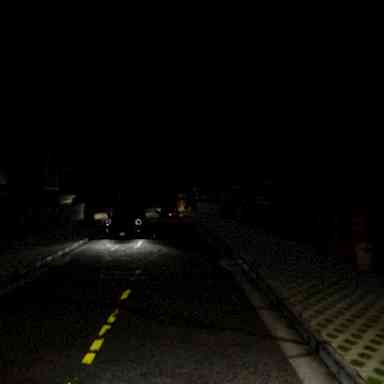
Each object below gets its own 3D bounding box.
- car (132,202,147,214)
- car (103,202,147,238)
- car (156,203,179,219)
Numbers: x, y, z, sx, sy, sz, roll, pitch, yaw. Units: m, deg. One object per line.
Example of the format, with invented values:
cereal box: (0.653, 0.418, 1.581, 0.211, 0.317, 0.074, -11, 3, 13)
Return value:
car: (-7.495, 2.173, 47.100, 1.837, 1.490, 4.892, 0, -1, -11)
car: (-3.738, 1.601, 19.257, 2.097, 1.767, 4.553, 0, -1, -5)
car: (-2.433, 1.970, 34.506, 1.837, 1.490, 4.892, 0, -1, -8)
